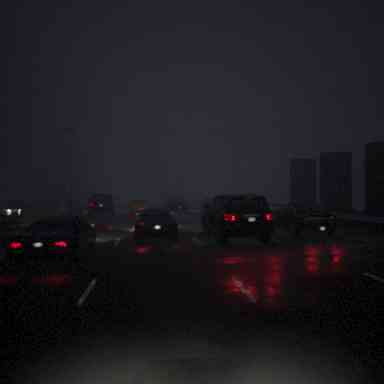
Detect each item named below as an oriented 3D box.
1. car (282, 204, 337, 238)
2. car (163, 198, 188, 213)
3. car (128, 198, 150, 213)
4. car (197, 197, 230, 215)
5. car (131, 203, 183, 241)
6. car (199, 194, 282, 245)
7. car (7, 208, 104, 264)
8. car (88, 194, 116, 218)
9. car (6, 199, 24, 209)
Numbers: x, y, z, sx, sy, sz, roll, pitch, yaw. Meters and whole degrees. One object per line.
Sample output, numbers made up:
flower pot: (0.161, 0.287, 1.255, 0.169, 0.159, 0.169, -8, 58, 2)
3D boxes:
car: (5.225, 1.339, 16.631, 2.128, 1.511, 4.902, -1, 0, -9)
car: (-1.773, 1.315, 33.548, 1.882, 1.535, 5.008, -1, 0, -14)
car: (-5.205, 1.359, 32.865, 1.882, 1.535, 5.008, -1, 0, -14)
car: (2.014, 1.303, 32.800, 1.837, 1.490, 4.892, -1, 1, -14)
car: (-1.814, 1.495, 16.397, 1.994, 1.385, 4.181, -1, 0, -9)
car: (1.900, 1.117, 15.325, 2.150, 2.045, 5.566, -1, 1, -8)
car: (-4.686, 1.537, 11.908, 2.033, 1.411, 5.357, -1, 0, -8)
car: (-8.008, 1.155, 29.622, 2.150, 2.045, 5.566, -1, 1, -13)
car: (-23.644, 1.596, 44.913, 1.994, 1.385, 4.181, -1, 0, -19)
